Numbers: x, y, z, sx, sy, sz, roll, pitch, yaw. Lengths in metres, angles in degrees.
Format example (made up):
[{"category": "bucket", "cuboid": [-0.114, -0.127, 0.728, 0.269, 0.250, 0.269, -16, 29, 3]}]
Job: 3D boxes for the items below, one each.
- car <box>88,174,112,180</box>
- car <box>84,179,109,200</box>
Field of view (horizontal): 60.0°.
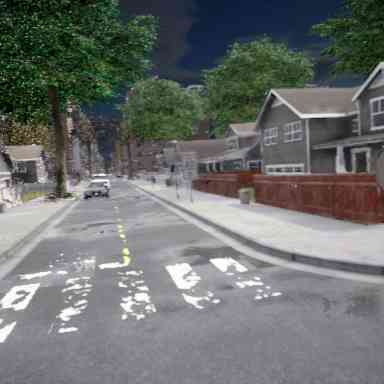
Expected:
[{"category": "car", "cuboid": [-11.331, -1.160, 40.752, 2.150, 2.045, 5.566, -5, 4, -14]}, {"category": "car", "cuboid": [-8.535, -0.119, 29.836, 1.994, 1.385, 4.181, -5, 4, -14]}]
